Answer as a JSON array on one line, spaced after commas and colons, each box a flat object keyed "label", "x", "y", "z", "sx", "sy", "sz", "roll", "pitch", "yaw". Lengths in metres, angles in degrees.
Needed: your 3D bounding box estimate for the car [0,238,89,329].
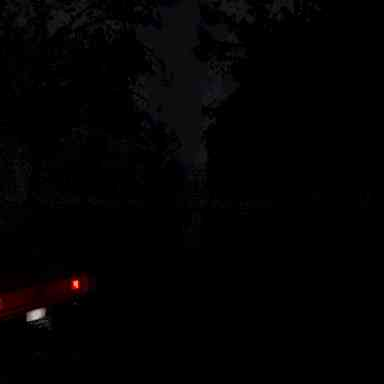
[{"label": "car", "x": -4.165, "y": 1.569, "z": 6.371, "sx": 4.718, "sy": 1.301, "sz": 1.895, "roll": 0, "pitch": 0, "yaw": 36}]
